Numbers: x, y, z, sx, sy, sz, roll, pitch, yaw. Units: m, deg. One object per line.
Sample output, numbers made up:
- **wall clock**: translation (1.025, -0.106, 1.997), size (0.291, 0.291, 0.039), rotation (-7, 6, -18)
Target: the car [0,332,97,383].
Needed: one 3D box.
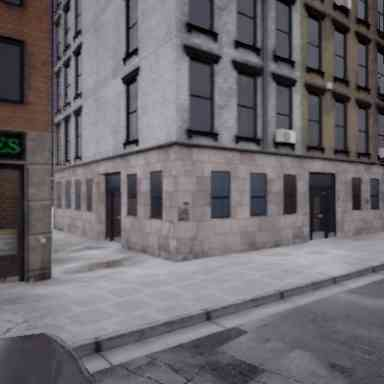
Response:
- **car**: translation (-2.928, 1.566, 1.134), size (5.357, 1.411, 2.033), rotation (0, 0, -36)
